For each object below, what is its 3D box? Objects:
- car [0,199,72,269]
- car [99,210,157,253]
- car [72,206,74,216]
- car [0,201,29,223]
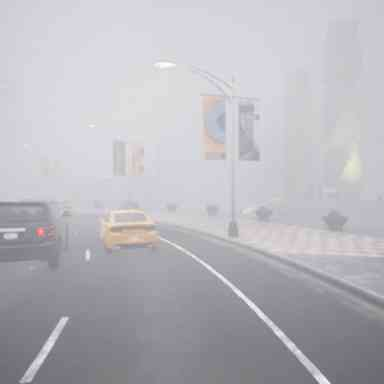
[{"bbox_3d":[-5.406,1.244,11.097,2.150,2.045,5.566,0,0,-17],"label":"car"},{"bbox_3d":[-2.790,1.479,13.948,1.882,1.535,5.008,0,0,-19],"label":"car"},{"bbox_3d":[-12.097,1.528,29.181,1.882,1.535,5.008,0,0,-42],"label":"car"},{"bbox_3d":[-15.219,1.581,27.440,1.837,1.490,4.892,0,0,-43],"label":"car"}]
